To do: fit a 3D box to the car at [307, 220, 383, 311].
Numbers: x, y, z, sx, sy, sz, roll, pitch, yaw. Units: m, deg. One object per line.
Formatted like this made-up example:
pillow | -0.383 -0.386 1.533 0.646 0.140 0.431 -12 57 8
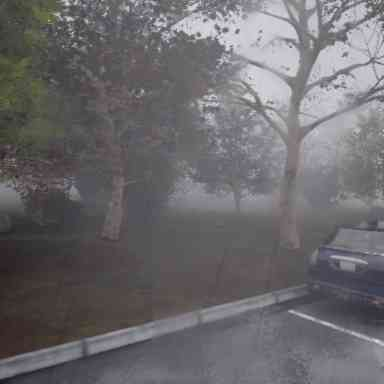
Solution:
car | 4.696 1.419 7.404 4.553 1.767 2.185 0 0 -33
